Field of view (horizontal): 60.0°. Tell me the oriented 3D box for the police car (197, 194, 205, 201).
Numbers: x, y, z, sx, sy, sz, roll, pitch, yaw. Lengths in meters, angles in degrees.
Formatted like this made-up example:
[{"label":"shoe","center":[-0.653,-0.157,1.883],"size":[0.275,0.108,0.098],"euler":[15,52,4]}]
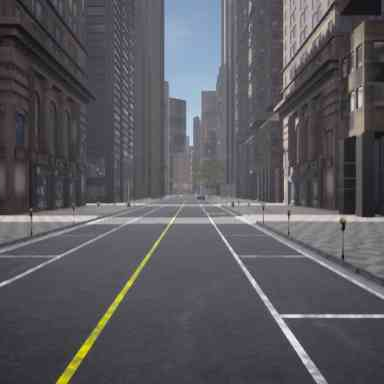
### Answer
[{"label":"police car","center":[2.366,1.445,87.262],"size":[1.930,1.638,5.238],"euler":[0,0,0]}]
